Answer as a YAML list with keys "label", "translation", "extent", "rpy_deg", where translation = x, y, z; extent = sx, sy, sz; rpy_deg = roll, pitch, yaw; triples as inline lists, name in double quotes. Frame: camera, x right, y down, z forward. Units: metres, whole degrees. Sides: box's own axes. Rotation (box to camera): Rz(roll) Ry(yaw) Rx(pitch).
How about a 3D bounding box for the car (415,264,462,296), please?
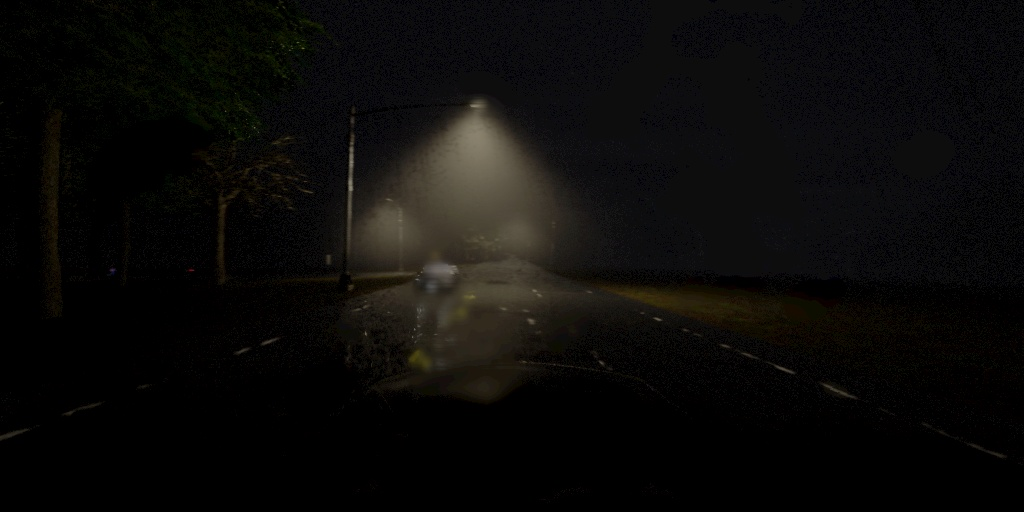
- label: "car"
  translation: [-3.760, 1.191, 19.023]
  extent: [2.128, 1.511, 4.902]
  rpy_deg: [2, 0, -2]
